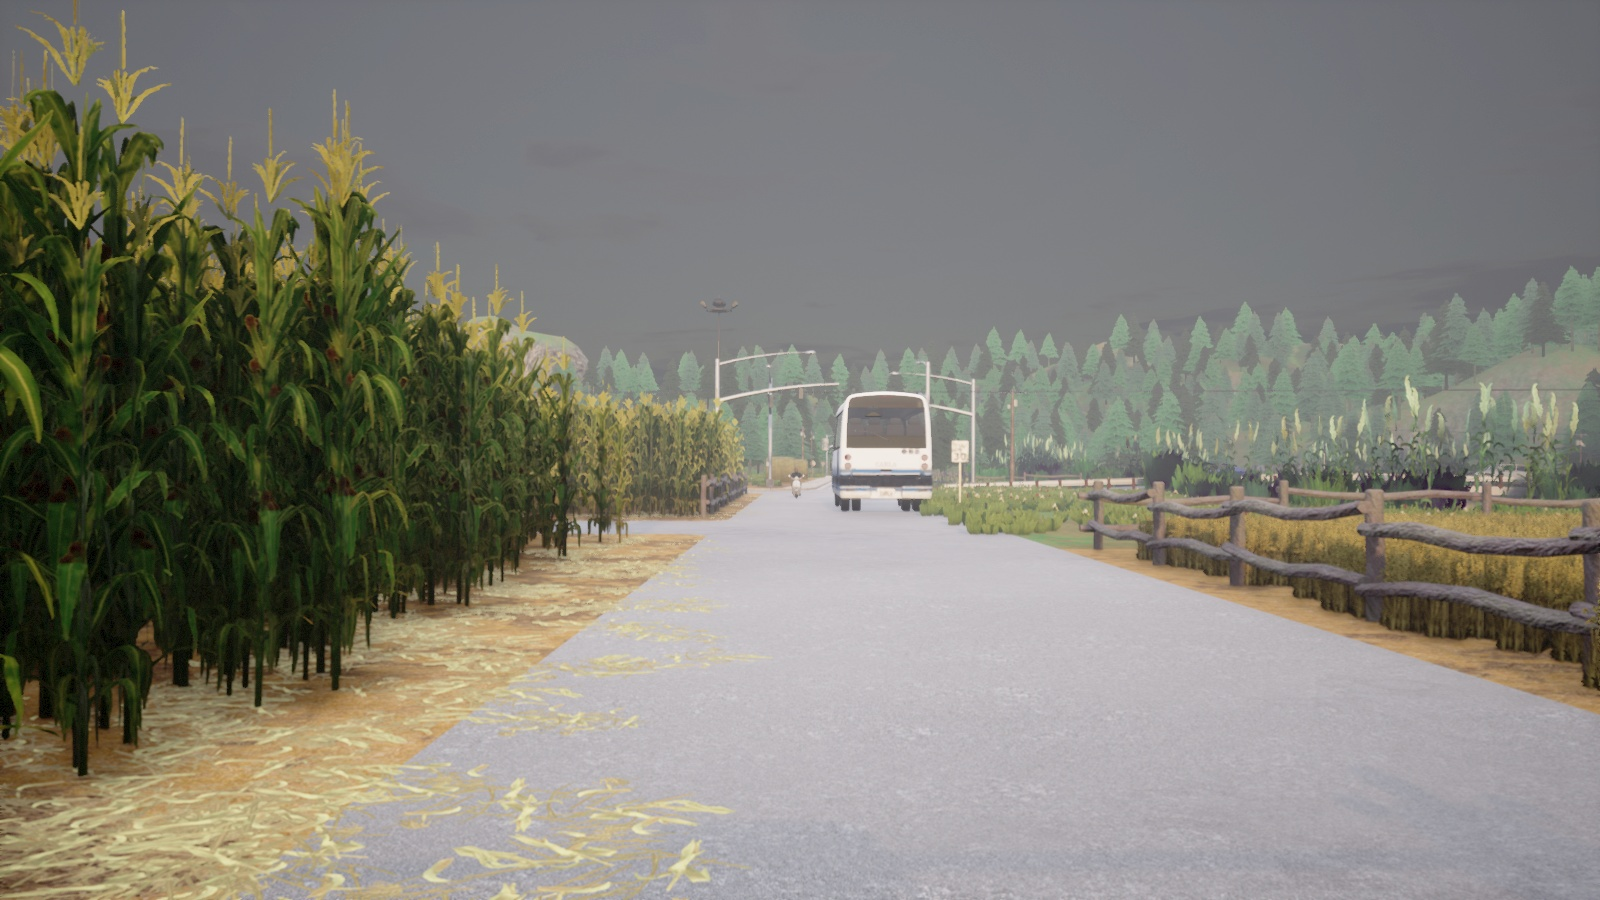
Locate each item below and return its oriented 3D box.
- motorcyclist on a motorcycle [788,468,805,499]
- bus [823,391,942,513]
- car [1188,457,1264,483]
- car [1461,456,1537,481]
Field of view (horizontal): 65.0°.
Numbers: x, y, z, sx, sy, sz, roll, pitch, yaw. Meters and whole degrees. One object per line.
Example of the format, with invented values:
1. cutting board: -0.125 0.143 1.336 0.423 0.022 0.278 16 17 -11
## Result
1. motorcyclist on a motorcycle: -0.170 1.719 65.413 0.866 1.590 1.817 0 -1 0
2. bus: 2.976 0.137 49.041 3.944 4.253 10.273 0 -1 0
3. car: 26.867 1.274 79.331 4.193 1.474 1.816 -2 -1 6
4. car: 44.796 1.194 80.554 3.806 1.475 1.970 1 -1 8
